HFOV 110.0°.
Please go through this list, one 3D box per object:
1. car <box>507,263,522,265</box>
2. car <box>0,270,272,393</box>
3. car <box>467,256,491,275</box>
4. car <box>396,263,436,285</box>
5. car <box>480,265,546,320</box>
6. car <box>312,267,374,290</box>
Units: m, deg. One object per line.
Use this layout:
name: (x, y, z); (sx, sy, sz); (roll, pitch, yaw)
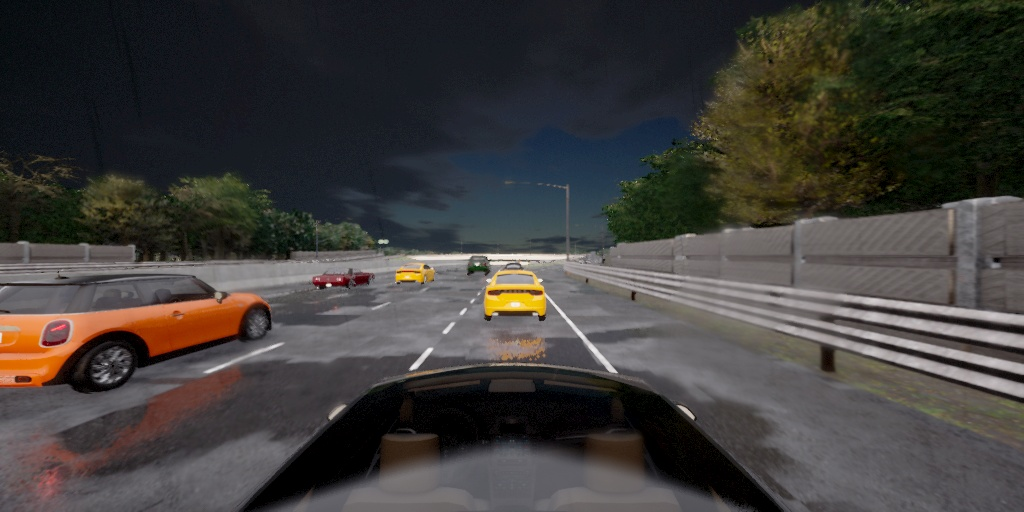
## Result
car: (0.176, 1.293, 31.015); (1.812, 1.442, 4.674); (0, 0, 2)
car: (-6.901, 1.105, 6.878); (2.097, 1.767, 4.553); (0, 0, 0)
car: (-3.506, 0.995, 38.691); (2.150, 2.045, 5.566); (0, 0, 0)
car: (-6.905, 1.242, 26.127); (1.882, 1.535, 5.008); (0, 0, 0)
car: (0.098, 1.235, 12.716); (1.882, 1.535, 5.008); (0, 0, 0)
car: (-10.404, 1.363, 22.594); (1.895, 1.301, 4.718); (0, 0, 0)
